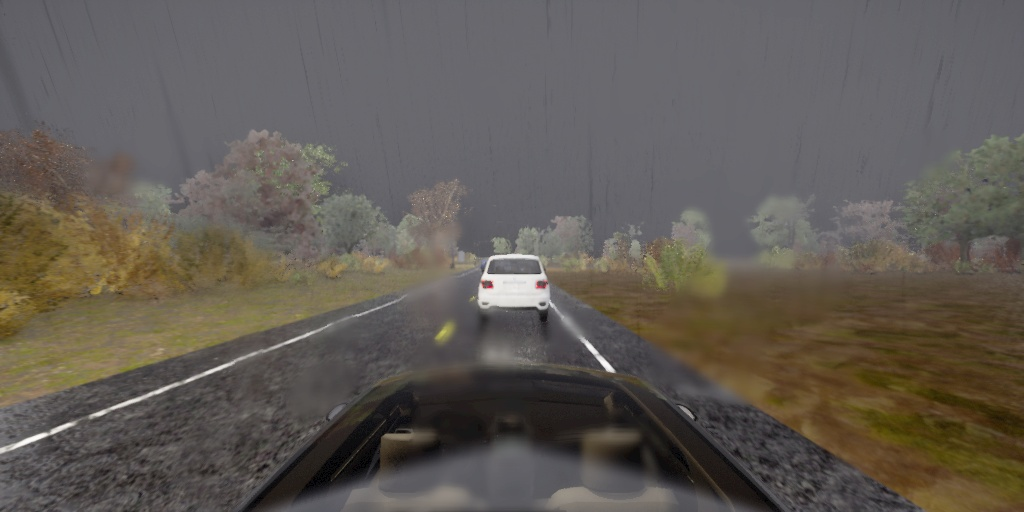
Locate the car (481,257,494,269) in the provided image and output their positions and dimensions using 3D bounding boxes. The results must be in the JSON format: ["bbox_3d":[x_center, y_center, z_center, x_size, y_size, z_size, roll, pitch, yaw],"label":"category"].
[{"bbox_3d":[-4.375,1.258,63.927,2.150,2.045,5.566,0,0,-2],"label":"car"}]

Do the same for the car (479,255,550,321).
[{"bbox_3d":[0.064,1.017,12.814,2.150,2.045,5.566,0,-1,0],"label":"car"}]
